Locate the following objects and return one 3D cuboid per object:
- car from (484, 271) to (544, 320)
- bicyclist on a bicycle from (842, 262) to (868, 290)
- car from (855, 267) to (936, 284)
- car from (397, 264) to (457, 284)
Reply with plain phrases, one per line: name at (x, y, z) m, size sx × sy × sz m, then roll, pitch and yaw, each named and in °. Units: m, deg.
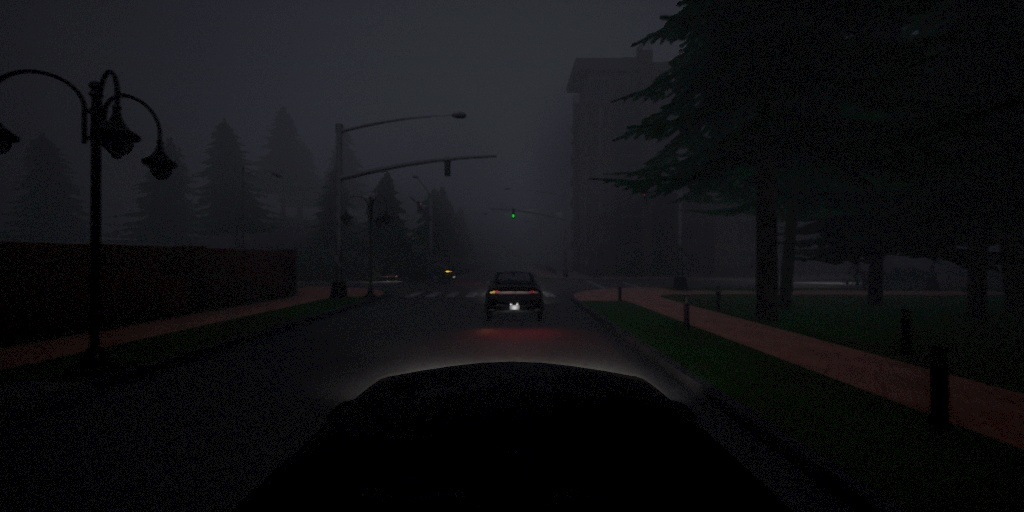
car at (0.057, 1.294, 12.820) m, size 2.128 × 1.511 × 4.902 m, roll 0°, pitch 0°, yaw 0°
bicyclist on a bicycle at (20.101, 1.156, 21.020) m, size 0.582 × 1.620 × 1.656 m, roll 0°, pitch -1°, yaw 1°
car at (30.092, 1.490, 28.290) m, size 4.718 × 1.301 × 1.895 m, roll 0°, pitch 0°, yaw 1°
car at (-6.863, 1.401, 28.816) m, size 4.892 × 1.490 × 1.837 m, roll 0°, pitch -4°, yaw 18°
